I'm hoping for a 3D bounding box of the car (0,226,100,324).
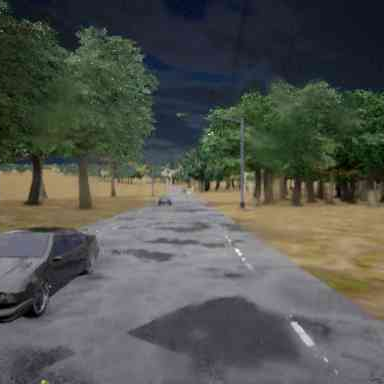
[{"bbox_3d":[-3.617,1.540,7.653,2.033,1.411,5.357,0,0,0],"label":"car"}]

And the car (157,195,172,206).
[{"bbox_3d":[-4.023,1.245,49.627,1.837,1.490,4.892,0,1,-1],"label":"car"}]
